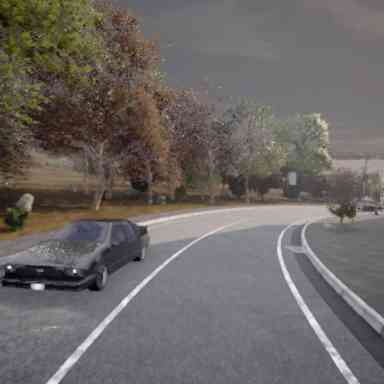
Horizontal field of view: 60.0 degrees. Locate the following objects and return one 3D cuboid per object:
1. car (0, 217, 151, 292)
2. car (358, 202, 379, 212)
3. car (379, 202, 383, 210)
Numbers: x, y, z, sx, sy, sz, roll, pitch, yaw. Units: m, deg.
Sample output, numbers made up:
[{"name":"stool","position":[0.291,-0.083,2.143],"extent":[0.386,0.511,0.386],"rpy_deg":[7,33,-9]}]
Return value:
[{"name":"car","position":[-2.604,1.435,9.089],"extent":[2.033,1.411,5.357],"rpy_deg":[1,1,9]},{"name":"car","position":[25.272,2.177,49.138],"extent":[2.033,1.411,5.357],"rpy_deg":[6,3,45]},{"name":"car","position":[32.598,2.448,56.555],"extent":[2.033,1.411,5.357],"rpy_deg":[6,3,45]}]
